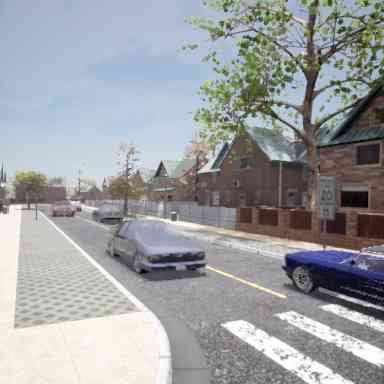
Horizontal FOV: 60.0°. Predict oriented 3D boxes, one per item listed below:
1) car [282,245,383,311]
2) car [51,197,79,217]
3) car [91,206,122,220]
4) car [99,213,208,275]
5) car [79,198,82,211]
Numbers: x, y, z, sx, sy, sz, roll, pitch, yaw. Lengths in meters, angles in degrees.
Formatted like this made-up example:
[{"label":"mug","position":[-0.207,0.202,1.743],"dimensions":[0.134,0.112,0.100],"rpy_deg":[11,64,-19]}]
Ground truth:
[{"label":"car","position":[4.083,1.753,6.858],"dimensions":[1.895,1.301,4.718],"rpy_deg":[2,-1,-27]},{"label":"car","position":[-13.816,1.738,35.526],"dimensions":[2.097,1.767,4.553],"rpy_deg":[2,-1,-27]},{"label":"car","position":[-7.658,1.940,29.868],"dimensions":[2.033,1.411,5.357],"rpy_deg":[2,-1,-27]},{"label":"car","position":[-1.488,1.669,11.296],"dimensions":[2.033,1.411,5.357],"rpy_deg":[2,-1,-27]},{"label":"car","position":[-18.219,1.862,50.569],"dimensions":[2.150,2.045,5.566],"rpy_deg":[2,-3,-27]}]
